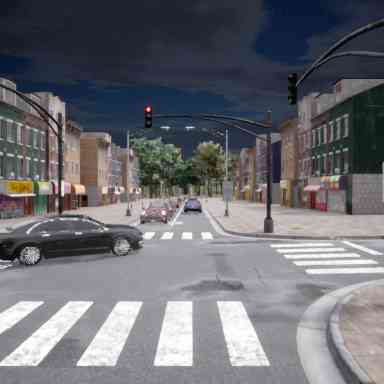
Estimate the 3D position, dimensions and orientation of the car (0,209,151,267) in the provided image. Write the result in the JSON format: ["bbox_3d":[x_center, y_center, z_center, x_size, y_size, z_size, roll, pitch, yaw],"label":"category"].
[{"bbox_3d":[-4.163,1.550,11.710,4.892,1.490,1.837,-2,2,-26],"label":"car"}]

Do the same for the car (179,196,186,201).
[{"bbox_3d":[-2.648,1.677,89.775,1.802,1.307,4.206,-1,0,0],"label":"car"}]

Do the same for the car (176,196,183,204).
[{"bbox_3d":[-2.648,1.569,46.296,1.887,1.381,4.507,-1,0,0],"label":"car"}]

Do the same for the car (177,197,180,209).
[{"bbox_3d":[-2.647,1.578,35.427,1.947,1.339,4.313,-1,0,0],"label":"car"}]

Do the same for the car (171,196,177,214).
[{"bbox_3d":[-2.648,1.448,29.992,1.967,1.590,4.097,-1,0,0],"label":"car"}]

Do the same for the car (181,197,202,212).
[{"bbox_3d":[0.097,1.579,38.559,1.994,1.385,4.181,0,0,0],"label":"car"}]

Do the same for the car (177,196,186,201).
[{"bbox_3d":[-2.648,1.650,84.340,1.947,1.339,4.313,-1,0,0],"label":"car"}]

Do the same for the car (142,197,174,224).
[{"bbox_3d":[-2.648,1.444,24.558,1.967,1.590,4.097,-1,0,0],"label":"car"}]

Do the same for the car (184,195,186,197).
[{"bbox_3d":[-2.648,1.625,78.905,2.008,1.369,4.403,-1,0,0],"label":"car"}]
